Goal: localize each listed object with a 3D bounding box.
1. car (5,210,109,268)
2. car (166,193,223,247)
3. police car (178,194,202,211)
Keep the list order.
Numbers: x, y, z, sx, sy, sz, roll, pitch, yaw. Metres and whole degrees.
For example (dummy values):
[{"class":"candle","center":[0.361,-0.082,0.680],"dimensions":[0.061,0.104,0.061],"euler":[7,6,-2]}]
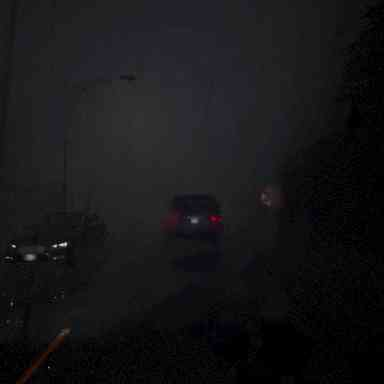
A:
[{"class":"car","center":[-4.093,1.372,10.873],"dimensions":[2.128,1.511,4.902],"euler":[0,0,0]},{"class":"car","center":[0.095,1.066,14.300],"dimensions":[2.150,2.045,5.566],"euler":[0,1,0]},{"class":"police car","center":[-0.292,1.038,35.208],"dimensions":[1.930,1.638,5.238],"euler":[0,1,-6]}]
